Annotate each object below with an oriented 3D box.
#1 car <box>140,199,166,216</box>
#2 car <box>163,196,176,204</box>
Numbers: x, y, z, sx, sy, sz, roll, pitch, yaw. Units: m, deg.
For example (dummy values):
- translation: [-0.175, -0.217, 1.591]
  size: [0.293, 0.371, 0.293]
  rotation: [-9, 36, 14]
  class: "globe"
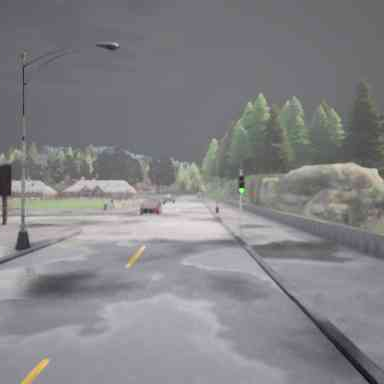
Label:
- translation: [-3.986, 1.495, 33.027]
  size: [1.882, 1.535, 5.008]
  rotation: [0, 0, 0]
  class: "car"
- translation: [-3.973, 1.426, 58.514]
  size: [1.994, 1.385, 4.181]
  rotation: [0, 0, 0]
  class: "car"
